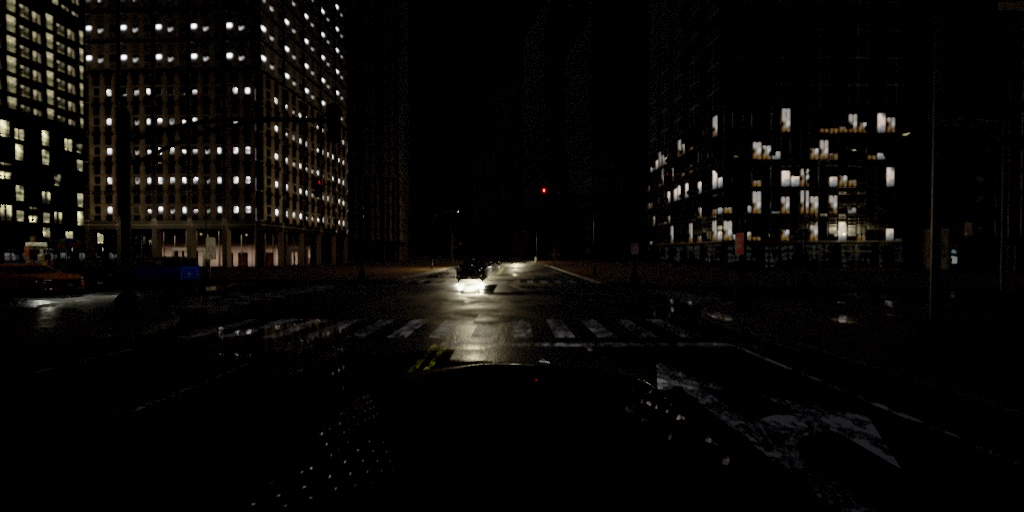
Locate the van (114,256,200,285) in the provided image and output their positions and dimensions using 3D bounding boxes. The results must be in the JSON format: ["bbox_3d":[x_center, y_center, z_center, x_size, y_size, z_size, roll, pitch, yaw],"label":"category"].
[{"bbox_3d":[-22.551,0.911,23.088,3.998,1.789,1.690,0,0,2],"label":"van"}]

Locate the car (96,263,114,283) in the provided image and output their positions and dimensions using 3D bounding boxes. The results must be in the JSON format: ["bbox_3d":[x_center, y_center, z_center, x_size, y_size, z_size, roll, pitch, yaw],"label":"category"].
[{"bbox_3d":[-28.089,1.090,23.162,4.507,1.381,1.888,0,0,2],"label":"car"}]

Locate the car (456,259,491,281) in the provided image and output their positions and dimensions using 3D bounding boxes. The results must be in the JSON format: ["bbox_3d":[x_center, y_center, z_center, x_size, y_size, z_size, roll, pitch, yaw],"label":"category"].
[{"bbox_3d":[-3.118,1.007,28.639,2.097,1.767,4.553,0,0,0],"label":"car"}]

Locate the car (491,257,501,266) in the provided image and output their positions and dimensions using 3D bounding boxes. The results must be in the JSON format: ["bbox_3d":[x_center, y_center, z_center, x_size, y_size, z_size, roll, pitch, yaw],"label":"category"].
[{"bbox_3d":[-3.057,0.974,64.632,1.837,1.490,4.892,0,0,-2],"label":"car"}]

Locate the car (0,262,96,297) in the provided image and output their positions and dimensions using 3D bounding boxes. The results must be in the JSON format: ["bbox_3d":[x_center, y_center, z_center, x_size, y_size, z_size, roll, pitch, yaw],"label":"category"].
[{"bbox_3d":[-23.622,1.102,17.205,5.008,1.535,1.882,0,1,2],"label":"car"}]
